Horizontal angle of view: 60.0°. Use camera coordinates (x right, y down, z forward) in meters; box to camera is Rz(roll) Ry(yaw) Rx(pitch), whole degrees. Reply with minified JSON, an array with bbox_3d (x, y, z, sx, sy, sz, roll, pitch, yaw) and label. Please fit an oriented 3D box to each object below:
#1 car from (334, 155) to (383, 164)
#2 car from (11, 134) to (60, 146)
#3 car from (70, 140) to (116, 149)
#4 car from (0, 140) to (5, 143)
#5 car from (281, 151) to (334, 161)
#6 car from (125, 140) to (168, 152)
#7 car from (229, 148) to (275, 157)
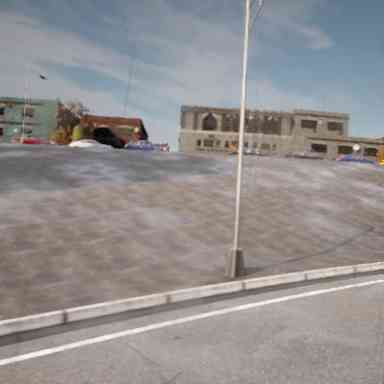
[{"bbox_3d":[17.304,-3.171,35.450,4.674,1.452,2.002,3,-2,-4],"label":"car"},{"bbox_3d":[-15.786,-4.975,33.826,4.553,1.767,2.185,3,-2,-3],"label":"car"},{"bbox_3d":[-10.130,-4.538,34.079,4.674,1.452,2.002,3,-2,-3],"label":"car"},{"bbox_3d":[-21.295,-5.235,33.574,4.553,1.767,2.185,3,-2,-3],"label":"car"},{"bbox_3d":[11.778,-3.510,35.087,4.892,1.521,2.231,3,-2,-3],"label":"car"},{"bbox_3d":[-4.641,-4.441,34.334,4.553,1.767,2.185,3,-2,-3],"label":"car"},{"bbox_3d":[6.271,-3.789,34.828,4.892,1.521,2.231,3,-2,-3],"label":"car"}]
